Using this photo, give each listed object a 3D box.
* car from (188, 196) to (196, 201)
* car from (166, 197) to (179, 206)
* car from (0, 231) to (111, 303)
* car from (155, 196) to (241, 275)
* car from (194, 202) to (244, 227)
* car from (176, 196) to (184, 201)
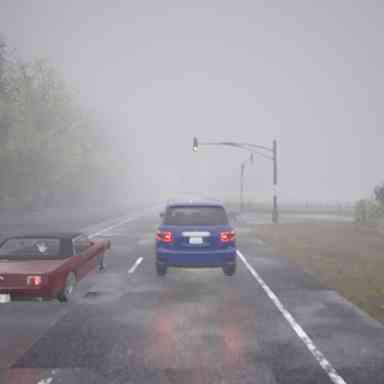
[{"bbox_3d":[-0.001,1.793,93.628,2.033,1.411,5.357,0,0,0],"label":"car"},{"bbox_3d":[-3.401,1.658,59.096,2.128,1.511,4.902,0,0,0],"label":"car"},{"bbox_3d":[-3.400,1.625,8.192,1.895,1.301,4.718,0,0,0],"label":"car"},{"bbox_3d":[0.100,1.256,10.692,2.150,2.045,5.566,0,0,0],"label":"car"},{"bbox_3d":[2.138,1.566,24.625,2.128,1.511,4.902,-1,0,26],"label":"car"},{"bbox_3d":[-3.501,1.783,95.382,2.128,1.511,4.902,0,0,0],"label":"car"}]
